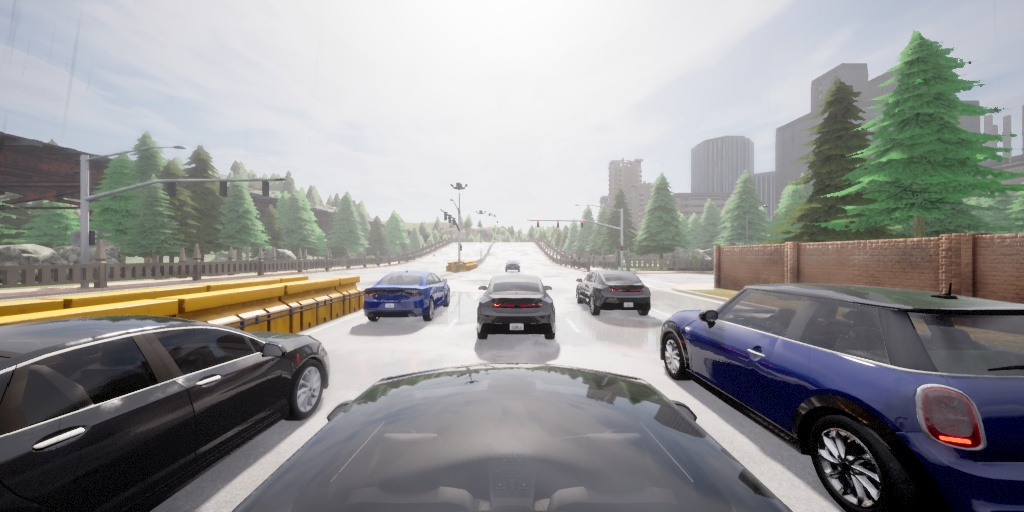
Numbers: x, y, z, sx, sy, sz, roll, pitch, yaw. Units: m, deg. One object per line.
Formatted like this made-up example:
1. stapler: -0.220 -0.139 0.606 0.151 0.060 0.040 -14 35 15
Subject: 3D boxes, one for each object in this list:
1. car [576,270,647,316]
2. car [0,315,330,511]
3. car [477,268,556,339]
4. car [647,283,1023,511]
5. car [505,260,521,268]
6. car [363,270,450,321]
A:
1. car: 3.617 1.255 13.454 1.837 1.490 4.892 0 0 1
2. car: -3.400 1.255 2.951 1.837 1.490 4.892 0 0 0
3. car: 0.098 1.255 10.021 1.837 1.490 4.892 0 0 0
4. car: 3.601 1.102 4.370 2.097 1.767 4.553 0 0 0
5. car: 0.080 1.276 46.250 1.812 1.442 4.674 0 0 0
6. car: -3.401 1.228 12.444 1.882 1.535 5.008 0 0 0
